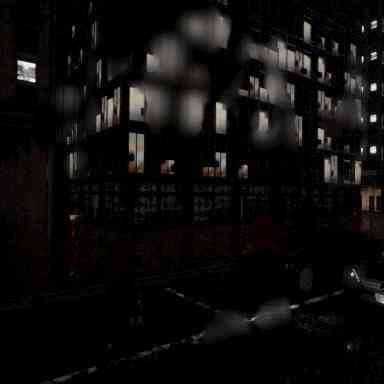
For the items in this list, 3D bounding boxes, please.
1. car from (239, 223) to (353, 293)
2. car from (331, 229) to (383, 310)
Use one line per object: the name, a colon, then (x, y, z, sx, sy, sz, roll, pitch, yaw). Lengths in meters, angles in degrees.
car: (3.227, 1.546, 8.853, 4.507, 1.381, 1.887, 0, 1, -36)
car: (5.096, 1.527, 6.892, 4.674, 1.442, 1.812, 0, 0, -36)
